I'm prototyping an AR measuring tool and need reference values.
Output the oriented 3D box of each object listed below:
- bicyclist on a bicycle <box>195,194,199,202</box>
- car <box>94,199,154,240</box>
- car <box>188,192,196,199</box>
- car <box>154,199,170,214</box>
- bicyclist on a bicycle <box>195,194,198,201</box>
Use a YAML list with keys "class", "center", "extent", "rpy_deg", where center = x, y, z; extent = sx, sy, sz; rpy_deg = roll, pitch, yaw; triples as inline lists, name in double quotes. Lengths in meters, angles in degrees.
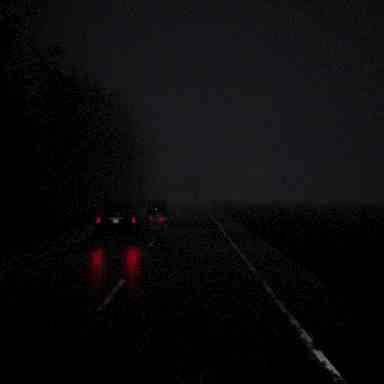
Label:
- class: "bicyclist on a bicycle"
  center: [1.009, 1.233, 67.492]
  extent: [0.659, 1.776, 1.843]
  rpy_deg: [0, 0, 0]
- class: "car"
  center: [-3.387, 1.317, 16.914]
  extent: [2.097, 1.767, 4.553]
  rpy_deg: [0, 0, 0]
- class: "car"
  center: [0.064, 1.028, 93.710]
  extent: [2.150, 2.045, 5.566]
  rpy_deg: [0, 0, 0]
- class: "car"
  center: [-3.378, 1.422, 33.970]
  extent: [2.128, 1.511, 4.902]
  rpy_deg: [0, 0, 0]
- class: "bicyclist on a bicycle"
  center: [1.015, 1.297, 76.567]
  extent: [0.582, 1.620, 1.656]
  rpy_deg: [0, -1, 0]
